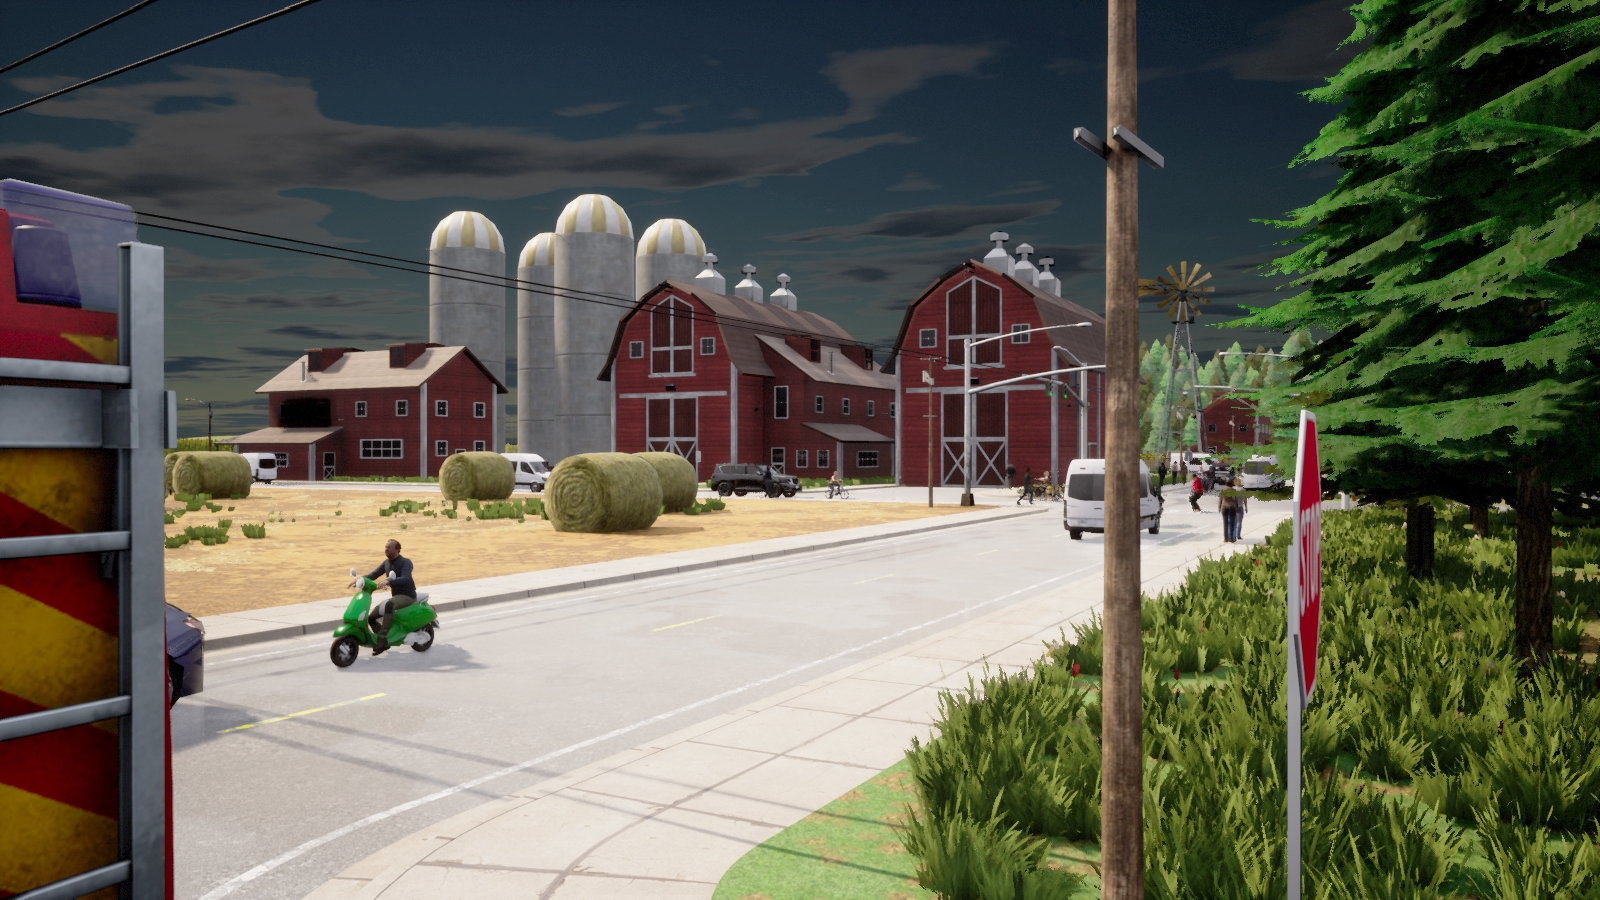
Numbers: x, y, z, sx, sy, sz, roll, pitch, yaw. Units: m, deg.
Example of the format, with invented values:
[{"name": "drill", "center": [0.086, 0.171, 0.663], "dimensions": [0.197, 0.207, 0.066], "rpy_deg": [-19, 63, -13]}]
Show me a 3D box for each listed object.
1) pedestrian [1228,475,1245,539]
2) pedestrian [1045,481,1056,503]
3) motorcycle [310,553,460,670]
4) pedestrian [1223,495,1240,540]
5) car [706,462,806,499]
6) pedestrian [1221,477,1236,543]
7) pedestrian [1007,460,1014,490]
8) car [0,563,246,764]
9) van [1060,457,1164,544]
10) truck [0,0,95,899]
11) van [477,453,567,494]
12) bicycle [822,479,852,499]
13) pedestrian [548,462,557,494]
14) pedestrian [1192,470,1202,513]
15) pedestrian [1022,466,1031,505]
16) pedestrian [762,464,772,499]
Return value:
[{"name": "pedestrian", "center": [13.002, 1.694, 34.062], "dimensions": [0.375, 1.860, 0.375], "rpy_deg": [0, 0, 40]}, {"name": "pedestrian", "center": [13.092, 2.203, 59.789], "dimensions": [0.500, 1.100, 0.500], "rpy_deg": [0, 0, 4]}, {"name": "motorcycle", "center": [-5.598, 2.142, 15.514], "dimensions": [0.856, 1.316, 1.805], "rpy_deg": [0, 0, 29]}, {"name": "pedestrian", "center": [12.645, 1.976, 33.474], "dimensions": [0.375, 1.300, 0.375], "rpy_deg": [0, 0, 43]}, {"name": "car", "center": [-2.619, 1.753, 67.214], "dimensions": [5.566, 2.045, 2.150], "rpy_deg": [0, 0, 28]}, {"name": "pedestrian", "center": [12.255, 1.695, 32.668], "dimensions": [0.375, 1.860, 0.375], "rpy_deg": [0, 0, 28]}, {"name": "pedestrian", "center": [13.266, 1.550, 71.913], "dimensions": [0.375, 1.860, 0.375], "rpy_deg": [0, 0, 4]}, {"name": "car", "center": [-8.079, 2.059, 10.777], "dimensions": [2.163, 1.488, 4.792], "rpy_deg": [0, 0, 27]}, {"name": "van", "center": [10.291, 1.534, 37.303], "dimensions": [1.988, 2.561, 5.915], "rpy_deg": [0, 0, 28]}, {"name": "truck", "center": [-6.221, 0.863, 3.443], "dimensions": [8.468, 3.827, 2.891], "rpy_deg": [0, 0, 26]}, {"name": "van", "center": [-18.382, 1.495, 75.433], "dimensions": [5.915, 2.561, 1.988], "rpy_deg": [0, 1, 27]}, {"name": "bicycle", "center": [2.098, 2.220, 64.753], "dimensions": [1.487, 1.080, 0.859], "rpy_deg": [0, 0, 28]}, {"name": "pedestrian", "center": [-14.702, 1.669, 67.946], "dimensions": [0.375, 1.860, 0.375], "rpy_deg": [0, 0, 31]}, {"name": "pedestrian", "center": [17.722, 1.848, 50.970], "dimensions": [0.375, 1.860, 0.375], "rpy_deg": [0, 0, 28]}, {"name": "pedestrian", "center": [10.804, 1.683, 54.500], "dimensions": [0.375, 1.860, 0.375], "rpy_deg": [0, 0, 22]}, {"name": "pedestrian", "center": [-1.764, 1.671, 61.461], "dimensions": [0.375, 1.860, 0.375], "rpy_deg": [0, 0, 40]}]
